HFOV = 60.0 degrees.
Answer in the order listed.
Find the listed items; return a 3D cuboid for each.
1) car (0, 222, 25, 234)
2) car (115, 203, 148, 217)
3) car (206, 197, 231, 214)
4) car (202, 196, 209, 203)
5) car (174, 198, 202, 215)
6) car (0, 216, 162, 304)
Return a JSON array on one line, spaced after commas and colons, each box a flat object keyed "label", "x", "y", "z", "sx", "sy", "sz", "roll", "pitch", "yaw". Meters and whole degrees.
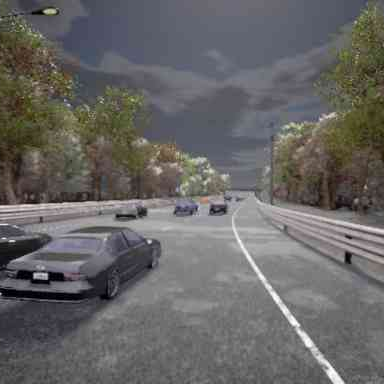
[{"label": "car", "x": -5.746, "y": 1.536, "z": 9.156, "sx": 1.837, "sy": 1.490, "sz": 4.892, "roll": 1, "pitch": 0, "yaw": 10}, {"label": "car", "x": -5.445, "y": 1.723, "z": 30.496, "sx": 1.994, "sy": 1.385, "sz": 4.181, "roll": 0, "pitch": 0, "yaw": 10}, {"label": "car", "x": 3.229, "y": 1.755, "z": 39.126, "sx": 1.882, "sy": 1.535, "sz": 5.008, "roll": 0, "pitch": 0, "yaw": 10}, {"label": "car", "x": 3.192, "y": 1.837, "z": 78.242, "sx": 2.097, "sy": 1.767, "sz": 4.553, "roll": 0, "pitch": 0, "yaw": 10}, {"label": "car", "x": -0.587, "y": 1.590, "z": 37.688, "sx": 2.097, "sy": 1.767, "sz": 4.553, "roll": 0, "pitch": 0, "yaw": 10}, {"label": "car", "x": -2.305, "y": 1.599, "z": 8.539, "sx": 2.033, "sy": 1.411, "sz": 5.357, "roll": 0, "pitch": 0, "yaw": 10}]
